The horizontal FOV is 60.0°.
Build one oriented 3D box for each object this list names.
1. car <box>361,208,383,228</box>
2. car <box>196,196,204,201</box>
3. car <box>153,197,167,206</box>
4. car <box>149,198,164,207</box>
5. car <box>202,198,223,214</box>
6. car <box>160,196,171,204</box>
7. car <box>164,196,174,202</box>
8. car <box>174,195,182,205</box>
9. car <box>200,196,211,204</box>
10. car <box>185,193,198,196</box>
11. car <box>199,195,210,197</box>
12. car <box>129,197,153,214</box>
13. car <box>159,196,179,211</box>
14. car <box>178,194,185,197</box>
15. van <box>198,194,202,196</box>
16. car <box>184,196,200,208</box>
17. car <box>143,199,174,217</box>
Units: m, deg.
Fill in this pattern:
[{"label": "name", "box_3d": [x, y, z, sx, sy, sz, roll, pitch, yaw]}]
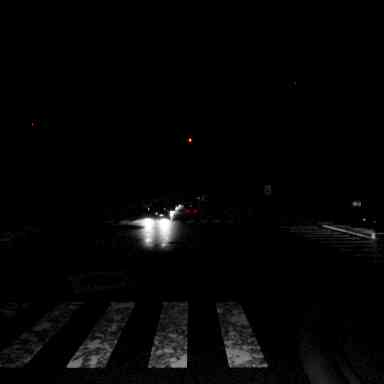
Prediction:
[{"label": "car", "box_3d": [13.056, 1.456, 20.566, 4.892, 1.490, 1.837, 0, 0, 0]}, {"label": "car", "box_3d": [2.145, 1.694, 90.034, 1.812, 1.442, 4.674, 0, 0, 0]}, {"label": "car", "box_3d": [-5.563, 1.631, 58.131, 2.008, 1.369, 4.403, 0, 0, 0]}, {"label": "car", "box_3d": [-5.580, 1.650, 52.620, 1.802, 1.307, 4.206, 0, 0, 0]}, {"label": "car", "box_3d": [2.397, 1.605, 36.064, 1.947, 1.339, 4.313, 0, 0, 0]}, {"label": "car", "box_3d": [-5.531, 1.549, 69.153, 1.967, 1.590, 4.097, 0, 0, 0]}, {"label": "car", "box_3d": [-5.499, 1.691, 80.174, 2.008, 1.369, 4.403, 0, 0, 0]}, {"label": "car", "box_3d": [-3.040, 1.631, 51.906, 1.994, 1.385, 4.181, 0, 0, 0]}, {"label": "car", "box_3d": [2.429, 1.639, 47.087, 1.802, 1.307, 4.206, 0, 0, 0]}, {"label": "car", "box_3d": [-0.129, 1.647, 73.851, 2.128, 1.511, 4.902, 0, 0, 0]}, {"label": "car", "box_3d": [2.445, 1.635, 52.597, 1.947, 1.339, 4.313, 0, 0, 0]}, {"label": "car", "box_3d": [-5.628, 1.479, 36.089, 1.967, 1.590, 4.097, 0, 0, 0]}, {"label": "car", "box_3d": [-3.069, 1.612, 41.922, 1.994, 1.385, 4.181, 0, 0, 1]}, {"label": "car", "box_3d": [-2.967, 1.582, 61.987, 2.128, 1.511, 4.902, 0, 0, 1]}, {"label": "van", "box_3d": [2.461, 1.422, 58.108, 1.690, 1.788, 3.998, 0, 0, 0]}, {"label": "car", "box_3d": [-0.102, 1.661, 48.842, 1.895, 1.301, 4.718, 0, 0, 0]}, {"label": "car", "box_3d": [-3.121, 1.633, 31.966, 1.895, 1.301, 4.718, 0, 0, 1]}]
